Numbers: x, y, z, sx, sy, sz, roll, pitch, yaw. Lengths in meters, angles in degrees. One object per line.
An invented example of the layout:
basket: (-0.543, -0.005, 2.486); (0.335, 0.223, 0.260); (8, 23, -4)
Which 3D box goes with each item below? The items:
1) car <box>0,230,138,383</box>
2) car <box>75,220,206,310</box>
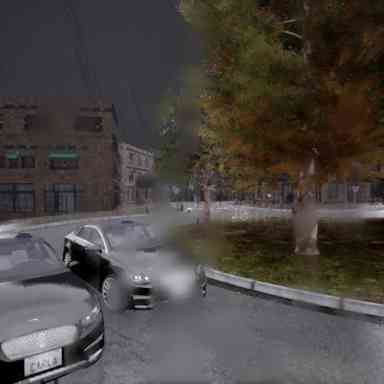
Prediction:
car: (-3.065, 1.477, 5.327); (2.128, 1.511, 4.902); (0, 0, -39)
car: (-1.615, 1.461, 7.824); (2.128, 1.511, 4.902); (0, 0, -35)
